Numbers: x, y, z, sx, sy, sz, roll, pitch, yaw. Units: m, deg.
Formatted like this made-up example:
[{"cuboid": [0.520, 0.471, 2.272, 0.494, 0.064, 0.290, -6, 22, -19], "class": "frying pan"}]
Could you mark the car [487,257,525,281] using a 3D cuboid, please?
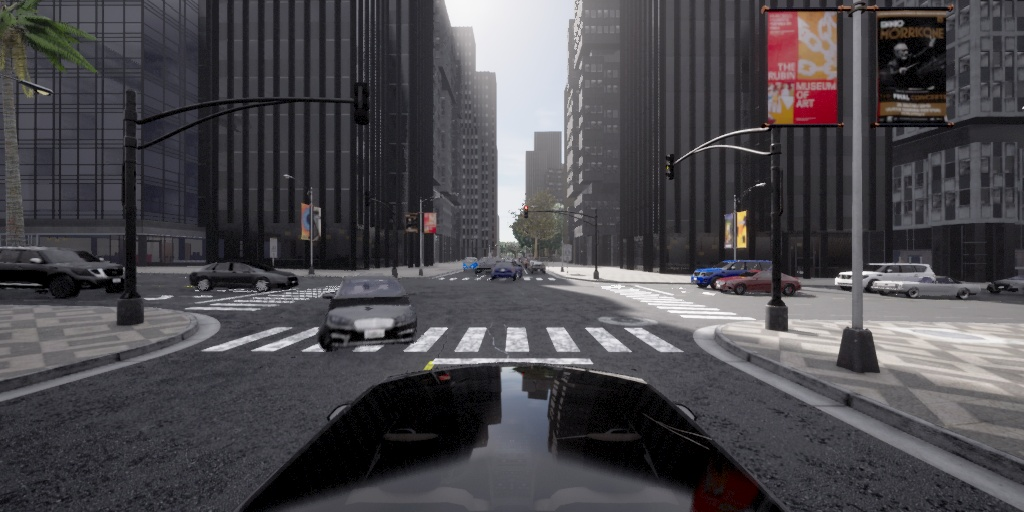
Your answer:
[{"cuboid": [-0.403, 1.129, 30.854, 2.097, 1.767, 4.553, 0, 0, 9], "class": "car"}]

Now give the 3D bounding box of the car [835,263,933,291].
[{"cuboid": [25.887, 1.488, 24.904, 5.566, 2.045, 2.150, 1, 0, 0], "class": "car"}]

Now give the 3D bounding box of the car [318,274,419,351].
[{"cuboid": [-3.609, 1.243, 9.218, 2.128, 1.511, 4.902, 1, 0, -23], "class": "car"}]

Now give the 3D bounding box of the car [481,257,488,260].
[{"cuboid": [-2.789, 1.113, 49.269, 2.097, 1.767, 4.553, 0, 0, 1], "class": "car"}]

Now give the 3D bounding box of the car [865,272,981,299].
[{"cuboid": [24.824, 1.841, 21.660, 4.718, 1.301, 1.895, 1, 0, 0], "class": "car"}]

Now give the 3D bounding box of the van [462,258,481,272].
[{"cuboid": [-5.482, 1.101, 47.366, 1.690, 1.789, 3.998, 0, 0, 1], "class": "van"}]

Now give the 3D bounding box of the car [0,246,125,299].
[{"cuboid": [-19.441, 0.645, 15.140, 5.566, 2.045, 2.150, 1, 0, 0], "class": "car"}]

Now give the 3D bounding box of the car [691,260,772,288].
[{"cuboid": [15.530, 1.294, 24.943, 5.566, 2.045, 2.150, 1, 0, 0], "class": "car"}]

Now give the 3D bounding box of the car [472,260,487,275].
[{"cuboid": [-2.896, 1.358, 38.986, 1.895, 1.301, 4.718, 0, 0, 1], "class": "car"}]

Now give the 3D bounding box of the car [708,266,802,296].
[{"cuboid": [14.844, 1.579, 21.701, 4.674, 1.442, 1.812, 1, 0, 0], "class": "car"}]

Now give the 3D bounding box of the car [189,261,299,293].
[{"cuboid": [-13.611, 1.037, 18.368, 4.892, 1.490, 1.837, 1, 0, 0], "class": "car"}]

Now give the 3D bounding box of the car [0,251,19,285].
[{"cuboid": [-29.065, 0.613, 18.432, 4.553, 1.767, 2.097, 1, 0, 0], "class": "car"}]

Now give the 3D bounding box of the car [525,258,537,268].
[{"cuboid": [3.044, 1.285, 47.453, 1.751, 1.417, 4.829, 0, 0, 1], "class": "car"}]

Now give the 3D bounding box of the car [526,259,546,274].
[{"cuboid": [2.988, 1.308, 41.771, 2.007, 1.370, 4.403, 0, 0, 1], "class": "car"}]

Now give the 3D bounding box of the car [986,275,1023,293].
[{"cuboid": [35.928, 2.022, 24.853, 4.181, 1.385, 1.994, 1, 0, 0], "class": "car"}]
